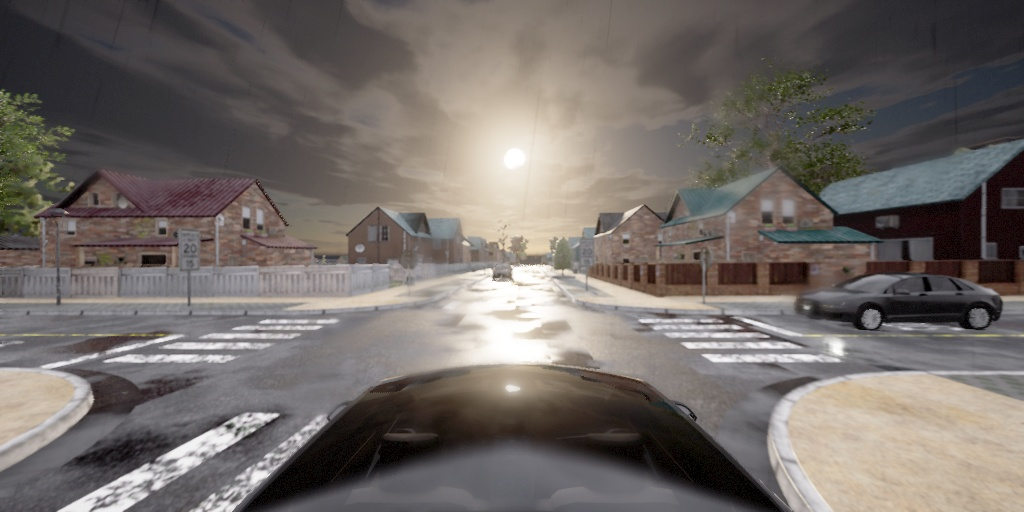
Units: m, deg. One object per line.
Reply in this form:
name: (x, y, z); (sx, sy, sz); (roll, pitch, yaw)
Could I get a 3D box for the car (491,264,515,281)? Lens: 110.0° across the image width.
car: (-0.838, 1.576, 34.733); (1.837, 1.490, 4.892); (0, 0, 3)

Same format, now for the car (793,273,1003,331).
car: (10.923, 1.243, 10.352); (4.892, 1.490, 1.837); (0, 0, 0)
